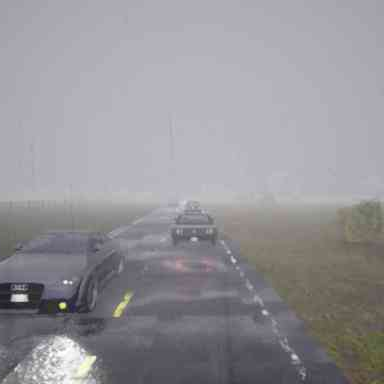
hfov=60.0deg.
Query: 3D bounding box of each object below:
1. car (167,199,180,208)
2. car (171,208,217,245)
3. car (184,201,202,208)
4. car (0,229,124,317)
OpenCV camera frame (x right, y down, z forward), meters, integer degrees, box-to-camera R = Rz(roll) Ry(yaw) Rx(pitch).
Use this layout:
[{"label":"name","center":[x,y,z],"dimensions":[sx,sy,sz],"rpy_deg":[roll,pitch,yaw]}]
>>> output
[{"label":"car","center":[-2.758,1.747,50.426],"dimensions":[2.033,1.411,5.357],"rpy_deg":[0,0,0]},{"label":"car","center":[0.097,1.620,15.602],"dimensions":[1.895,1.301,4.718],"rpy_deg":[0,0,0]},{"label":"car","center":[0.095,1.636,35.890],"dimensions":[2.033,1.411,5.357],"rpy_deg":[0,0,0]},{"label":"car","center":[-2.852,1.569,7.492],"dimensions":[1.994,1.385,4.181],"rpy_deg":[0,0,0]}]
